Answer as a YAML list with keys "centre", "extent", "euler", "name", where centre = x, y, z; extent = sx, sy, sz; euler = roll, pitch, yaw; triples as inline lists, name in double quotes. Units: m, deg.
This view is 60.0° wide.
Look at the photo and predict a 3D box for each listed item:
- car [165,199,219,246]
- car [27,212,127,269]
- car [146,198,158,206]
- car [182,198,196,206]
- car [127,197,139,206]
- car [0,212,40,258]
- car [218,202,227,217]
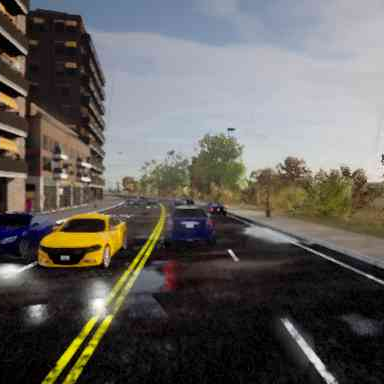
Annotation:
- centre: [-0.159, 1.405, 15.623]
  extent: [2.097, 1.767, 4.553]
  euler: [0, 0, -2]
  name: "car"
- centre: [-3.476, 1.503, 11.418]
  extent: [1.882, 1.535, 5.008]
  euler: [0, 0, -2]
  name: "car"
- centre: [-6.744, 1.687, 56.773]
  extent: [2.033, 1.411, 5.357]
  euler: [0, 0, -6]
  name: "car"
- centre: [-0.642, 1.733, 60.670]
  extent: [1.994, 1.385, 4.181]
  euler: [0, 0, -7]
  name: "car"
- centre: [-9.980, 1.619, 56.330]
  extent: [2.128, 1.511, 4.902]
  euler: [0, 0, -6]
  name: "car"
- centre: [-6.776, 1.544, 13.037]
  extent: [1.812, 1.442, 4.674]
  euler: [0, 0, -2]
  name: "car"
- centre: [2.227, 1.662, 32.851]
  extent: [2.033, 1.411, 5.357]
  euler: [0, 0, -4]
  name: "car"
